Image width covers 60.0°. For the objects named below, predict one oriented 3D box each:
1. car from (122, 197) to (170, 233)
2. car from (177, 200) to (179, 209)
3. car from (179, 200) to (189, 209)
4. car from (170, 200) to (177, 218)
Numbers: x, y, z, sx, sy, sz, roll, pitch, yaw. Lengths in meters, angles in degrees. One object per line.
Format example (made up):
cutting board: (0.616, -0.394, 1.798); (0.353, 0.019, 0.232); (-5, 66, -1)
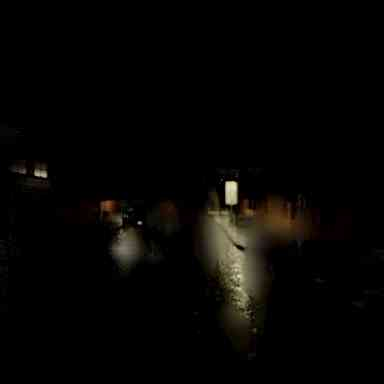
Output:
car: (-2.853, 1.354, 20.956); (2.150, 2.045, 5.566); (0, 0, 0)
car: (-3.210, 2.016, 46.107); (1.895, 1.301, 4.718); (0, -1, -5)
car: (-1.913, 2.043, 54.994); (1.882, 1.535, 5.008); (1, -1, -15)
car: (-2.899, 1.598, 32.543); (2.097, 1.767, 4.553); (0, -1, -1)
